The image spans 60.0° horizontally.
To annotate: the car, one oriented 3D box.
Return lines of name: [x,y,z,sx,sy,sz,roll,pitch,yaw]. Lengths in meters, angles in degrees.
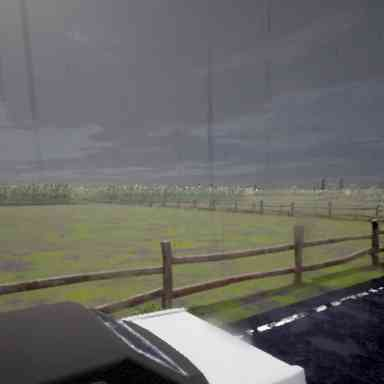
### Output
car: [-1.483,1.601,2.014,4.718,1.301,1.895,0,0,-36]
